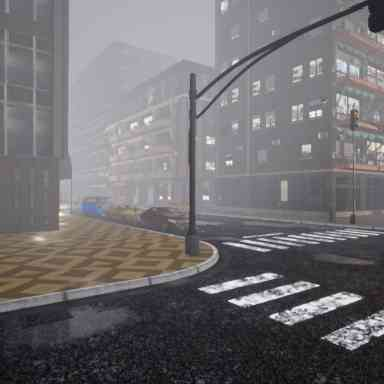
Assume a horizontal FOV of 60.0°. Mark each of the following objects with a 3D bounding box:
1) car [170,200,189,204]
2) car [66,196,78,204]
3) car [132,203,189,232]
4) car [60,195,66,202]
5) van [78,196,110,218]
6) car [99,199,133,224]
[{"bbox_3d":[-1.554,1.488,34.073,1.752,1.417,4.829,0,0,-36],"label":"car"},{"bbox_3d":[-21.368,1.448,61.681,1.752,1.417,4.829,0,0,-36],"label":"car"},{"bbox_3d":[-1.659,1.526,19.846,1.802,1.307,4.206,0,0,-36],"label":"car"},{"bbox_3d":[-27.873,1.361,70.745,1.967,1.590,4.097,0,0,-36],"label":"car"},{"bbox_3d":[-8.262,1.266,29.049,1.690,1.788,3.998,0,0,-36],"label":"van"},{"bbox_3d":[-4.861,1.459,24.309,1.752,1.417,4.829,0,0,-36],"label":"car"}]
